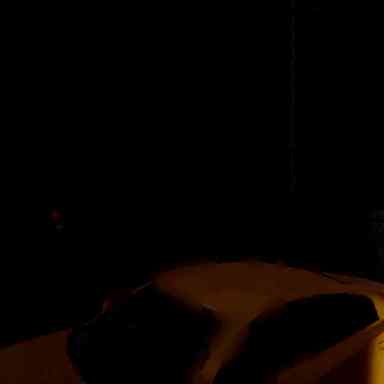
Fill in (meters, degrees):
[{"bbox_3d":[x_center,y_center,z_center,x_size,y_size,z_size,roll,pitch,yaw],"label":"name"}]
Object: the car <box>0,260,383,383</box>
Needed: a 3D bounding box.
[{"bbox_3d":[0.253,1.477,2.975,5.008,1.535,1.882,0,0,-35],"label":"car"}]
